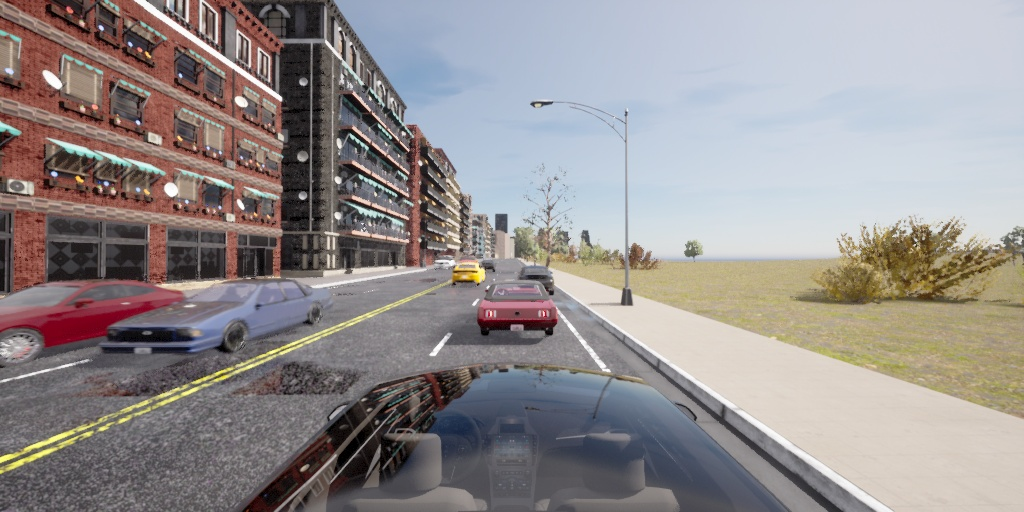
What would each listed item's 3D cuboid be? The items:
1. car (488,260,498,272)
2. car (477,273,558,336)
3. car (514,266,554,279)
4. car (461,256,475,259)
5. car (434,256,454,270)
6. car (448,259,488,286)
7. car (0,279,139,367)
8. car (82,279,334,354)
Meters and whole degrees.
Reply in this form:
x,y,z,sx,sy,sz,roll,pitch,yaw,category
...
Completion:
x,y,z,sx,sy,sz,roll,pitch,yaw,category
-2.968,1.249,45.375,1.837,1.490,4.892,0,-2,1,car
0.137,1.352,10.401,1.895,1.301,4.718,0,0,0,car
1.213,1.257,19.601,1.837,1.490,4.892,0,0,0,car
-6.386,0.971,51.377,2.150,2.045,5.566,0,0,0,car
-9.637,0.971,51.338,2.150,2.045,5.566,0,0,0,car
-3.049,1.229,25.690,1.882,1.535,5.008,0,0,0,car
-9.824,1.276,8.041,1.812,1.442,4.674,0,0,0,car
-6.569,1.298,9.048,2.033,1.411,5.357,0,0,0,car
